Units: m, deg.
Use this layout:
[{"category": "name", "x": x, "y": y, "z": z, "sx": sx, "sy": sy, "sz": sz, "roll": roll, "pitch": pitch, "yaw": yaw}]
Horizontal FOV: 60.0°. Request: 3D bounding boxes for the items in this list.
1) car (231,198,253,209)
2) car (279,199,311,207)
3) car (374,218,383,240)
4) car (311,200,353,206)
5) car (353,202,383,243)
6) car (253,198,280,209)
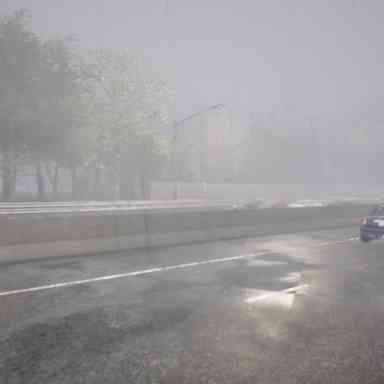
[{"category": "car", "x": 6.696, "y": 1.489, "z": 38.498, "sx": 4.902, "sy": 1.511, "sz": 2.128, "roll": 0, "pitch": 0, "yaw": -37}, {"category": "car", "x": 11.293, "y": 1.524, "z": 33.543, "sx": 4.674, "sy": 1.442, "sz": 1.812, "roll": 0, "pitch": 0, "yaw": -35}, {"category": "car", "x": 7.267, "y": 1.487, "z": 8.940, "sx": 4.902, "sy": 1.511, "sz": 2.128, "roll": 0, "pitch": 0, "yaw": -35}, {"category": "car", "x": 13.587, "y": 1.503, "z": 30.880, "sx": 4.892, "sy": 1.490, "sz": 1.837, "roll": 0, "pitch": 0, "yaw": -35}, {"category": "car", "x": 9.528, "y": 1.348, "z": 14.848, "sx": 4.553, "sy": 1.767, "sz": 2.097, "roll": 0, "pitch": 0, "yaw": -35}, {"category": "car", "x": 9.252, "y": 1.523, "z": 36.387, "sx": 4.674, "sy": 1.442, "sz": 1.812, "roll": 0, "pitch": 0, "yaw": -35}]
